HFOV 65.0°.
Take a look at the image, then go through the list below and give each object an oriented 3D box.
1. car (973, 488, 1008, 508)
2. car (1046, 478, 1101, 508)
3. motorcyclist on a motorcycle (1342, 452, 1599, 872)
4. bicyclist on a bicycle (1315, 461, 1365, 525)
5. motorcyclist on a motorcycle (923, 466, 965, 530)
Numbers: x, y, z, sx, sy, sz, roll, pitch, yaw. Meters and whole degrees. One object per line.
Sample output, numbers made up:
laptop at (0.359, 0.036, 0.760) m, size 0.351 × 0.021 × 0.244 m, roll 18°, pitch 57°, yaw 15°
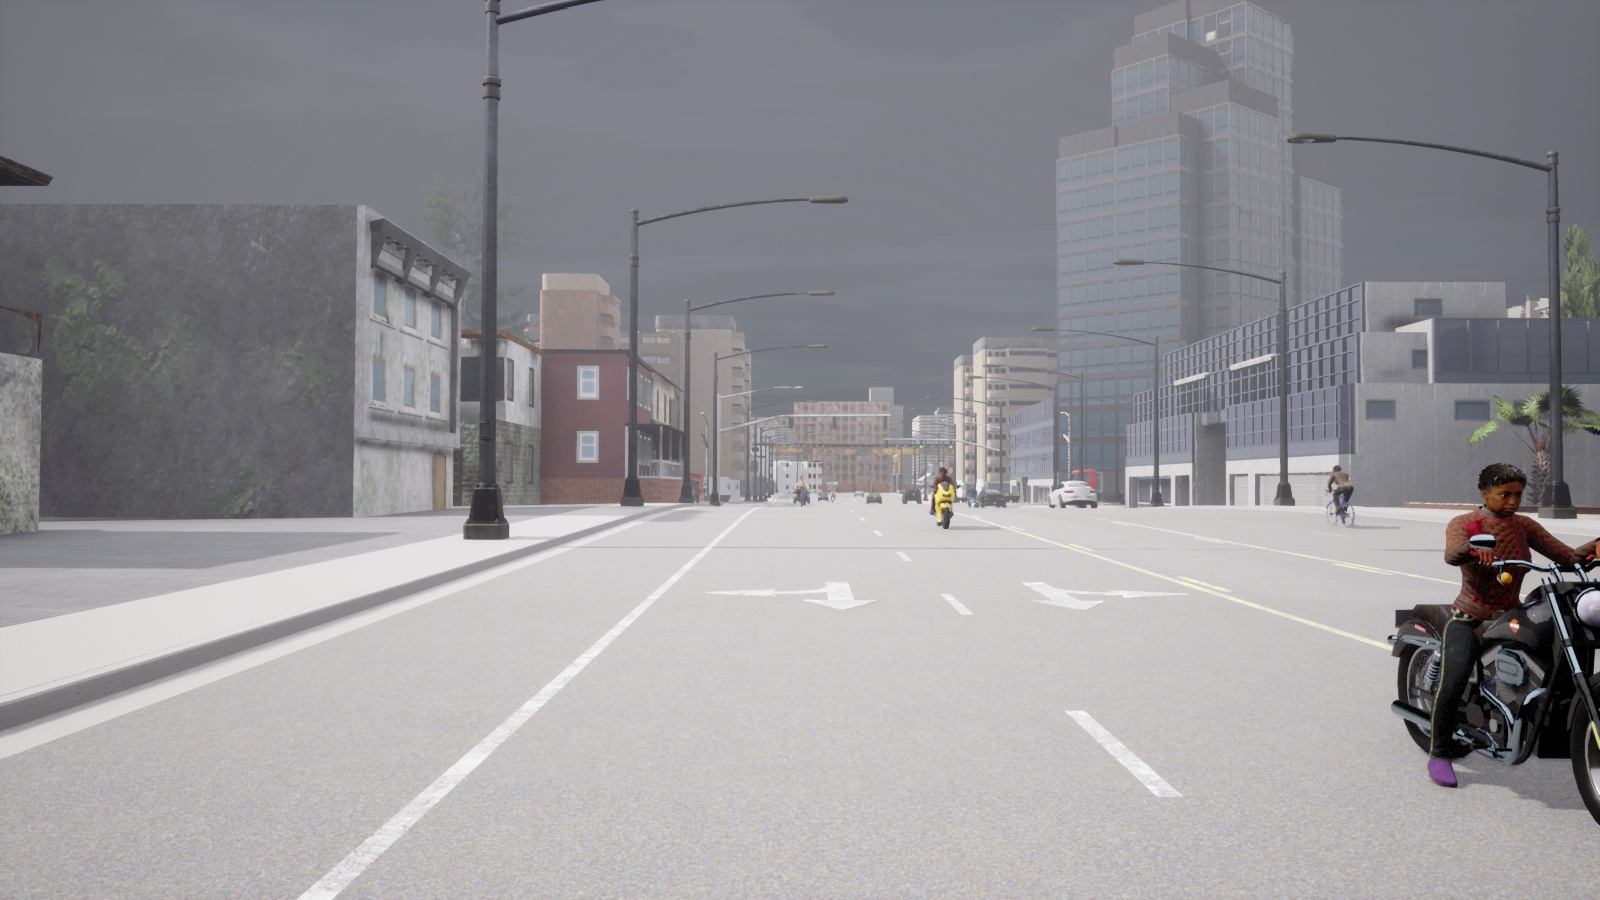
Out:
car at (14.162, 3.557, 93.486) m, size 1.837 × 1.490 × 4.892 m, roll 0°, pitch -2°, yaw 0°
car at (14.113, 2.232, 65.014) m, size 1.812 × 1.442 × 4.674 m, roll 0°, pitch -3°, yaw 0°
motorcyclist on a motorcycle at (3.520, 0.843, 6.085) m, size 0.766 × 1.649 × 2.350 m, roll 0°, pitch -1°, yaw 0°
bicyclist on a bicycle at (14.060, 1.112, 32.736) m, size 0.582 × 1.620 × 1.656 m, roll 0°, pitch -1°, yaw 0°
motorcyclist on a motorcycle at (3.558, 1.162, 31.155) m, size 0.797 × 1.523 × 2.044 m, roll 0°, pitch -1°, yaw 0°
